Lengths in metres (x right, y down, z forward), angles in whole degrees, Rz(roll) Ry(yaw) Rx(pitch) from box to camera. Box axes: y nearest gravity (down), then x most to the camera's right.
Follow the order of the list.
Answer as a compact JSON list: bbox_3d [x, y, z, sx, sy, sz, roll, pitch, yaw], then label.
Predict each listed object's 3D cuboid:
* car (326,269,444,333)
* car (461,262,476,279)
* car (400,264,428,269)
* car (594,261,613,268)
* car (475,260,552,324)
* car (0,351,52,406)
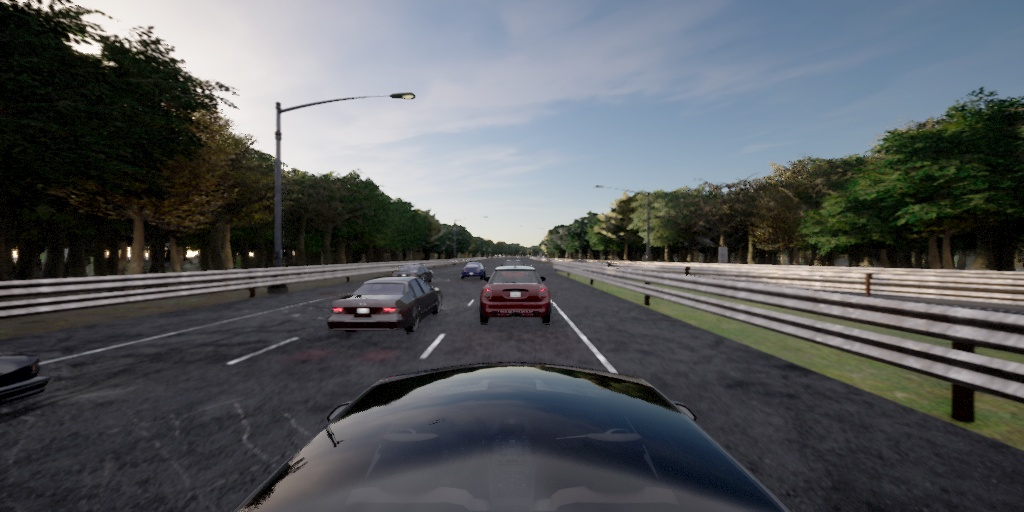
[{"bbox_3d":[-3.400,1.299,10.698,2.033,1.411,5.357,0,0,0],"label":"car"},{"bbox_3d":[-3.404,1.283,32.305,1.812,1.442,4.674,0,0,0],"label":"car"},{"bbox_3d":[-6.909,1.304,25.414,2.033,1.411,5.357,0,0,0],"label":"car"},{"bbox_3d":[11.655,1.394,47.042,2.033,1.411,5.357,0,0,-13],"label":"car"},{"bbox_3d":[0.097,1.104,12.190,2.097,1.767,4.553,0,0,0],"label":"car"},{"bbox_3d":[-6.886,1.279,2.088,2.033,1.411,5.357,1,0,0],"label":"car"}]
